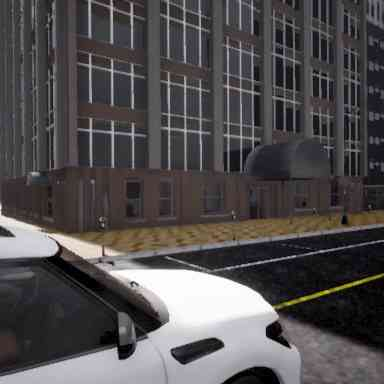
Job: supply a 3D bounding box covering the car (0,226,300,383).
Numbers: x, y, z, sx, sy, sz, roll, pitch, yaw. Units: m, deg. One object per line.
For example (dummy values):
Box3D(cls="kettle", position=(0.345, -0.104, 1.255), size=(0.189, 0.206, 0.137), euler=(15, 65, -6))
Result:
Box3D(cls="car", position=(-1.681, 1.230, 2.235), size=(5.566, 2.045, 2.150), euler=(0, 0, -35))
